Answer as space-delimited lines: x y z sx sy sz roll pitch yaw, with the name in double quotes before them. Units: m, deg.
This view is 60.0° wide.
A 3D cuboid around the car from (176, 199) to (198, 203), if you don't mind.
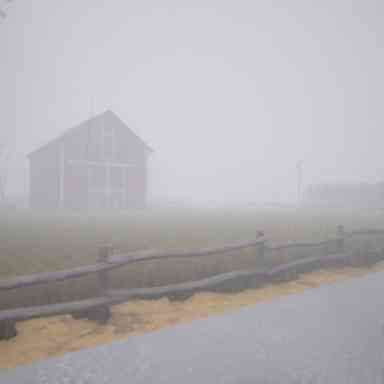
"car" -0.857 1.914 59.589 2.033 1.411 5.357 1 0 -35
